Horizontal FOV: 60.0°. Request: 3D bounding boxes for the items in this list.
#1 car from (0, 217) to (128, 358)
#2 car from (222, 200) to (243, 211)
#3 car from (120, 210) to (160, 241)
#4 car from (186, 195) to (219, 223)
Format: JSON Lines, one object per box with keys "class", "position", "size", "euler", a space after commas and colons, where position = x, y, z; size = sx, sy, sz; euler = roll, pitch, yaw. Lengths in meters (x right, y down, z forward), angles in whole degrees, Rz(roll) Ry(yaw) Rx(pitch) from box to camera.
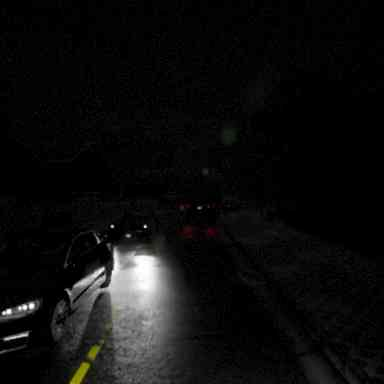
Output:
{"class": "car", "position": [-2.830, 1.488, 6.389], "size": [2.128, 1.511, 4.902], "euler": [0, 0, 0]}
{"class": "car", "position": [5.203, 1.730, 42.661], "size": [1.994, 1.385, 4.181], "euler": [0, -1, 21]}
{"class": "car", "position": [-2.751, 1.591, 16.652], "size": [1.895, 1.301, 4.718], "euler": [0, 0, 0]}
{"class": "car", "position": [0.890, 1.221, 26.045], "size": [2.150, 2.045, 5.566], "euler": [0, 0, 8]}
